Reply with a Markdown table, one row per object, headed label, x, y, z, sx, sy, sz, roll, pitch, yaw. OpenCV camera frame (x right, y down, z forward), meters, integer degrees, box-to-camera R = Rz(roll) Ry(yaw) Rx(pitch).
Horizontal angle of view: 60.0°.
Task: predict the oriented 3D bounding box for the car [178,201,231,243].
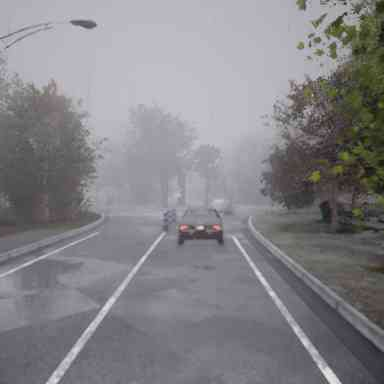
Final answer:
| label | x | y | z | sx | sy | sz | roll | pitch | yaw |
| --- | --- | --- | --- | --- | --- | --- | --- | --- | --- |
| car | 0.412 | 1.323 | 14.580 | 2.033 | 1.411 | 5.357 | 0 | 1 | 2 |

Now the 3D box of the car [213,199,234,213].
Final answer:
| label | x | y | z | sx | sy | sz | roll | pitch | yaw |
| --- | --- | --- | --- | --- | --- | --- | --- | --- | --- |
| car | 2.738 | 1.349 | 31.261 | 1.812 | 1.442 | 4.674 | 0 | -1 | 14 |
